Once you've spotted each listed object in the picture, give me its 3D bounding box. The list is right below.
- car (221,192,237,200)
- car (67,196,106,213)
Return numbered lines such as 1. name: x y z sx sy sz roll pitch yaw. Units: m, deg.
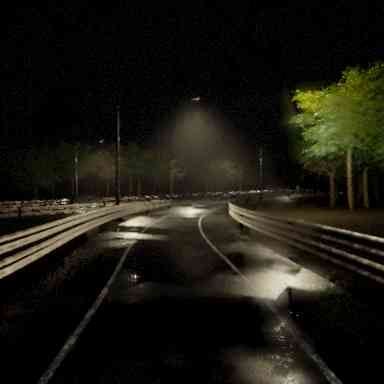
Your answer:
1. car: 8.501 0.882 75.576 2.097 1.767 4.553 0 1 36
2. car: -14.075 1.581 44.962 2.150 2.045 5.566 0 1 36
